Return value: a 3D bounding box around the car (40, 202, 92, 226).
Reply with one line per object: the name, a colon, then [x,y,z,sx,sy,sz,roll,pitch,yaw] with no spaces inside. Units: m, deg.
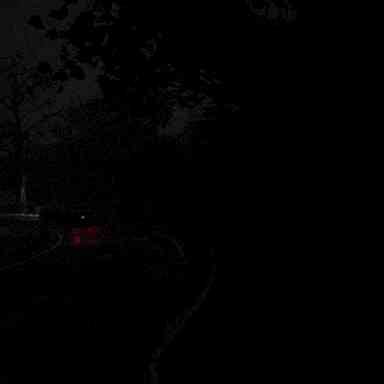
car: [-8.938,1.448,23.385,4.902,1.511,2.128,0,0,42]
